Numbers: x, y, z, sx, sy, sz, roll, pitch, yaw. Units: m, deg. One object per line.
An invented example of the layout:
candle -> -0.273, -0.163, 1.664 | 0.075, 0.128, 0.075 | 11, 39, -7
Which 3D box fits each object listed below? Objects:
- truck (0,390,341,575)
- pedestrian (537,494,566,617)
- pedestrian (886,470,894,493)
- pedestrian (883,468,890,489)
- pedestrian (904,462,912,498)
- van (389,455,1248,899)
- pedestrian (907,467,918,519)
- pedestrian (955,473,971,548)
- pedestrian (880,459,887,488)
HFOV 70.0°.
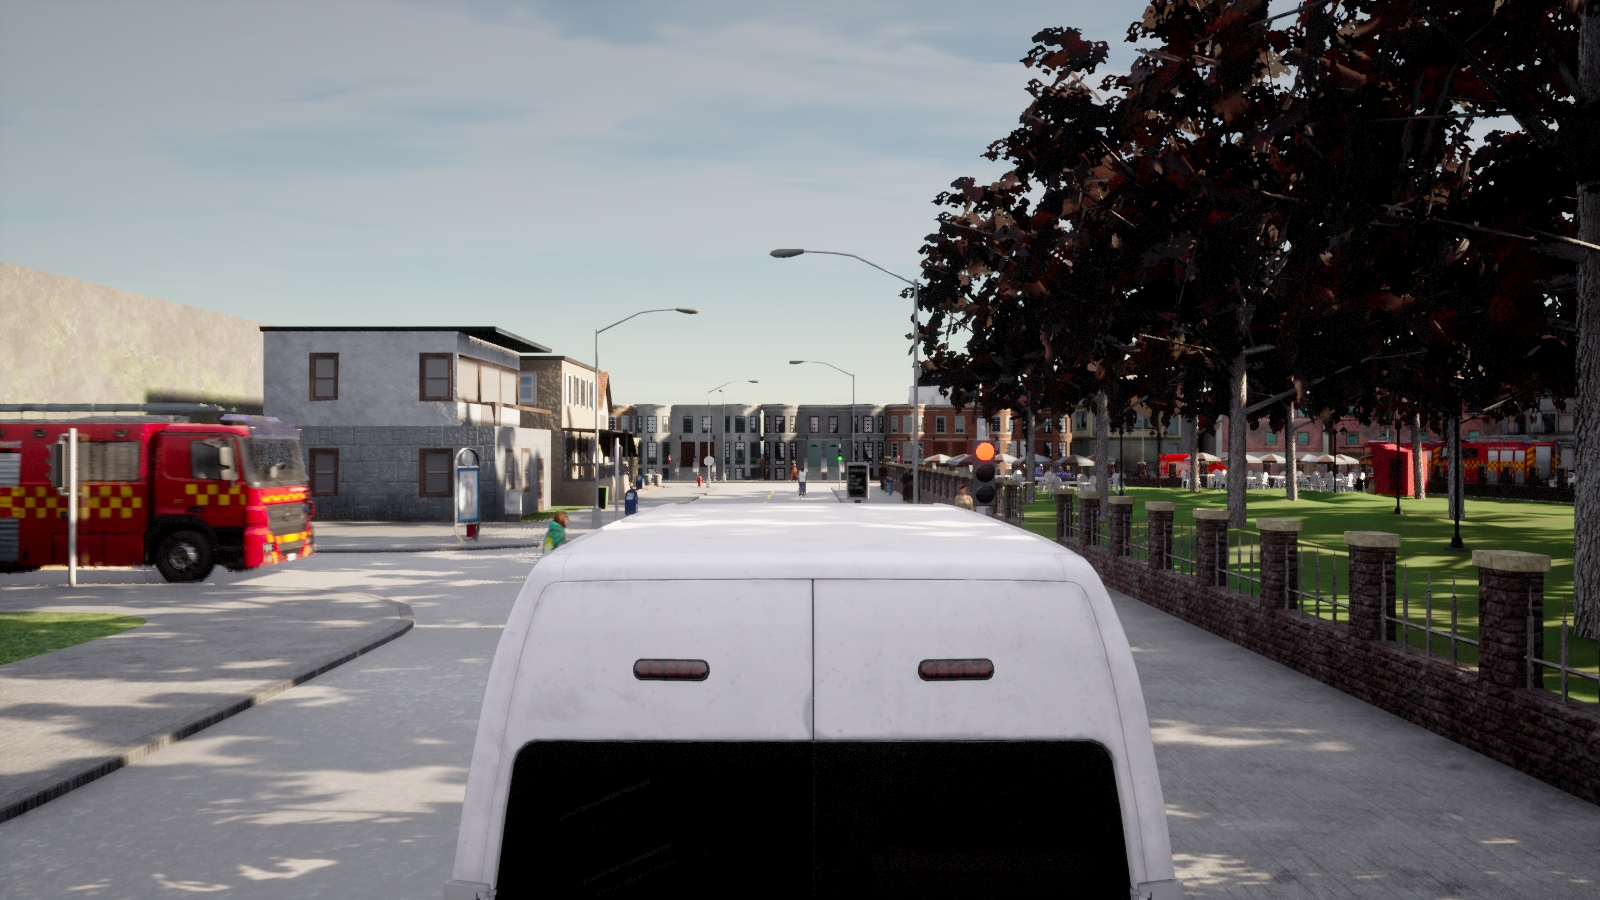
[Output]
truck -> -14.867, 0.670, 25.039 | 8.468, 3.827, 2.891 | 0, 0, 0
pedestrian -> -3.876, 1.629, 17.804 | 0.375, 1.860, 0.375 | 0, 0, -24
pedestrian -> 5.157, 1.805, 65.416 | 0.375, 1.300, 0.375 | 0, 0, -5
pedestrian -> 5.415, 1.804, 71.340 | 0.375, 1.300, 0.375 | 0, 0, -4
pedestrian -> 5.496, 1.525, 58.307 | 0.375, 1.860, 0.375 | 0, 0, 0
van -> 0.036, 1.314, 5.605 | 1.988, 2.561, 5.915 | 0, 0, 0
pedestrian -> 3.996, 1.525, 40.583 | 0.375, 1.860, 0.375 | 0, 0, 2
pedestrian -> 4.102, 1.525, 28.762 | 0.375, 1.860, 0.375 | 0, 0, 13
pedestrian -> 5.425, 1.516, 74.397 | 0.375, 1.860, 0.375 | 0, 0, -4
